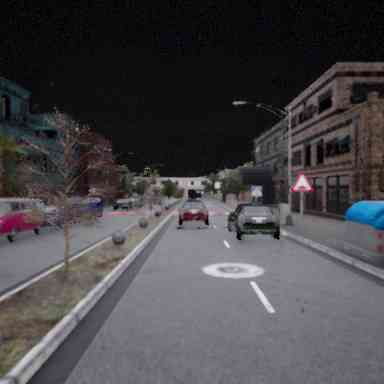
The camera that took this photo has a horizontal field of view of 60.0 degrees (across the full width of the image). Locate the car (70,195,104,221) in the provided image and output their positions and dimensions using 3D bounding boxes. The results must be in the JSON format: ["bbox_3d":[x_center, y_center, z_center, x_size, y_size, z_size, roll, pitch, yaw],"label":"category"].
[{"bbox_3d":[-8.880,1.276,27.332,2.435,2.045,5.566,0,0,0],"label":"car"}]

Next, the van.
[{"bbox_3d":[-8.838,1.266,16.201,1.878,1.987,4.442,0,0,0],"label":"van"}]

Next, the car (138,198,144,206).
[{"bbox_3d":[-8.960,1.627,49.328,2.231,1.521,4.892,0,0,0],"label":"car"}]

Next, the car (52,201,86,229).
[{"bbox_3d":[-8.859,1.547,21.843,2.002,1.452,4.674,0,0,0],"label":"car"}]

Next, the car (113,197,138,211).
[{"bbox_3d":[-8.940,1.632,43.771,2.163,1.488,4.792,0,0,0],"label":"car"}]

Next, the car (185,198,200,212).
[{"bbox_3d":[0.102,1.621,42.541,1.837,1.490,4.892,0,0,0],"label":"car"}]

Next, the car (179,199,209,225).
[{"bbox_3d":[0.125,1.390,24.649,2.097,1.767,4.553,0,0,0],"label":"car"}]

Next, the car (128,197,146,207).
[{"bbox_3d":[-8.981,1.649,54.976,2.231,1.521,4.892,0,0,0],"label":"car"}]

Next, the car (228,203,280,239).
[{"bbox_3d":[3.105,1.368,17.520,2.097,1.767,4.553,0,0,0],"label":"car"}]
